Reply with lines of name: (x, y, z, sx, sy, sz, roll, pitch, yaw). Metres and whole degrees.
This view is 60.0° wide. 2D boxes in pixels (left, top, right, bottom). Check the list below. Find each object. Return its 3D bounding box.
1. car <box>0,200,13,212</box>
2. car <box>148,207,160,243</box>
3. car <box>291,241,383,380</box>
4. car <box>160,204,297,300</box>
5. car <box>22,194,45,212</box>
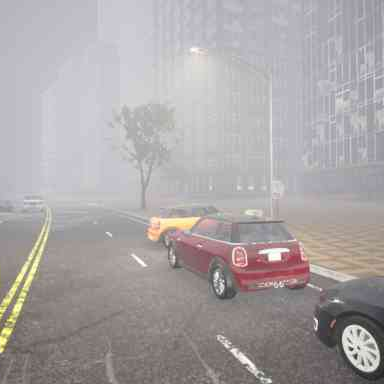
car: (-21.705, 1.602, 38.048, 1.994, 1.385, 4.181, 0, 0, -24)
car: (0.424, 1.276, 14.373, 4.553, 1.767, 2.097, -3, 1, -18)
car: (3.629, 1.505, 3.334, 1.837, 1.490, 4.892, 0, 0, -35)
car: (0.905, 1.355, 8.810, 2.097, 1.767, 4.553, 0, 0, -22)
car: (-18.722, 1.265, 39.338, 2.150, 2.045, 5.566, 0, 0, -24)
